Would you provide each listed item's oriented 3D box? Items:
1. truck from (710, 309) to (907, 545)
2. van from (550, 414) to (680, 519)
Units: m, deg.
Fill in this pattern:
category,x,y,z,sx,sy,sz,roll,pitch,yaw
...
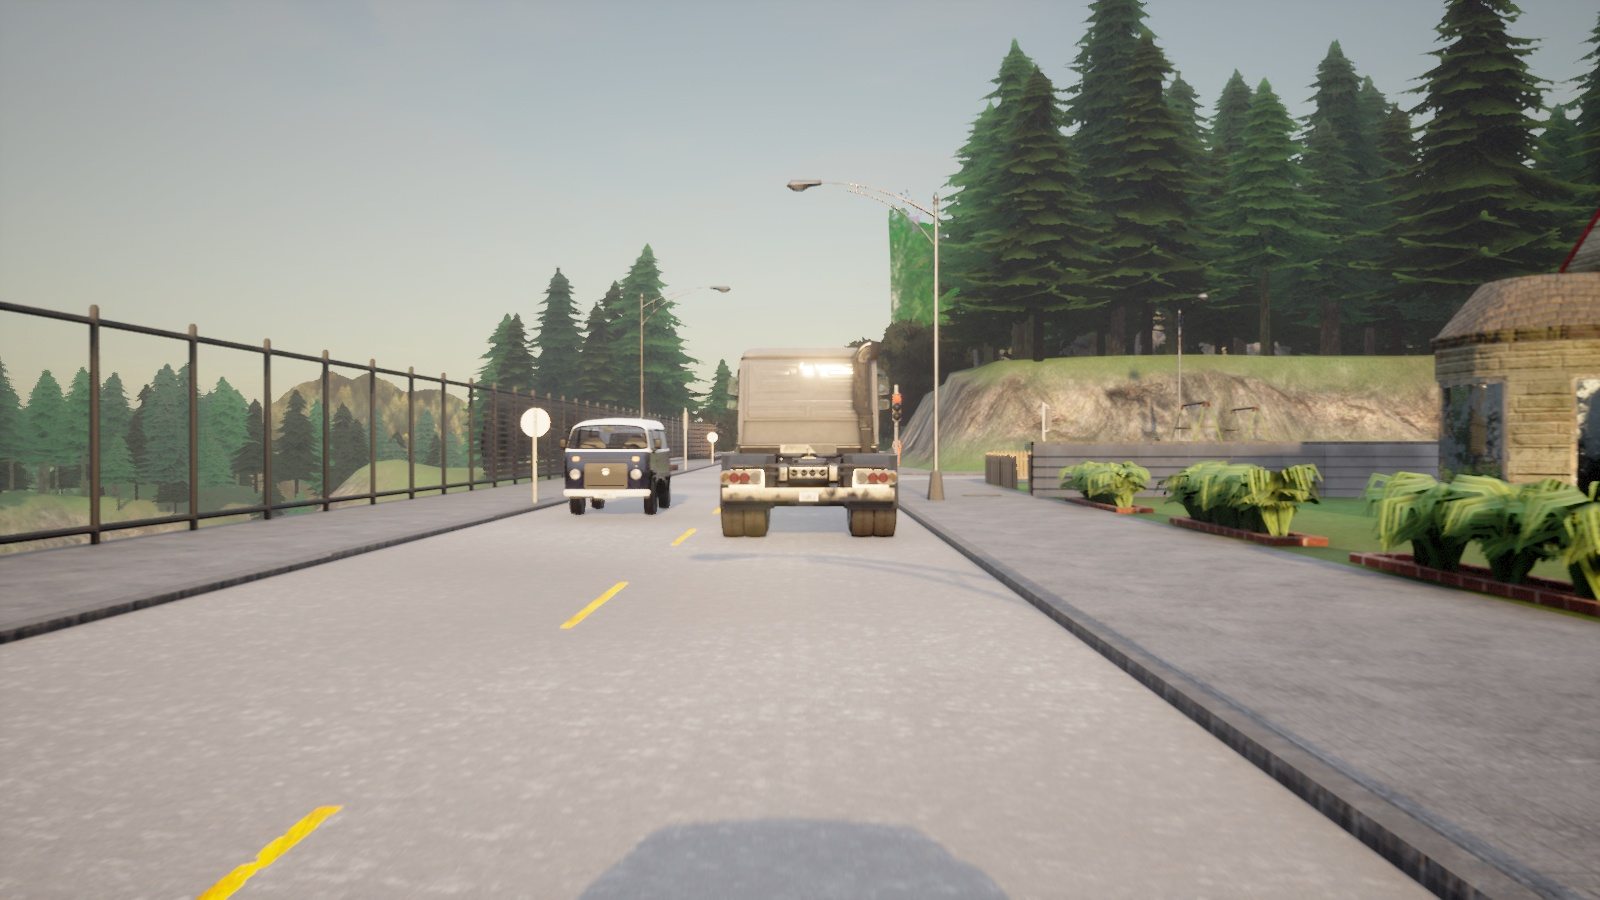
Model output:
category,x,y,z,sx,sy,sz,roll,pitch,yaw
truck,0.151,-0.362,22.467,2.891,3.462,7.936,0,0,0
van,-3.824,0.317,26.756,2.069,2.038,4.480,0,0,0
